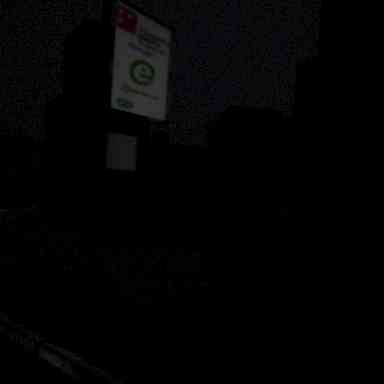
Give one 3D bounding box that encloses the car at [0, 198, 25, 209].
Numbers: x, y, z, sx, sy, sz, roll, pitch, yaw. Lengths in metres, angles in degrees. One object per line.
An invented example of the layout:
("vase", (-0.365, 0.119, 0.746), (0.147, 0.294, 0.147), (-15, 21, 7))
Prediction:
("car", (-25.926, 1.617, 47.501), (2.128, 1.511, 4.902), (4, -1, 7))
